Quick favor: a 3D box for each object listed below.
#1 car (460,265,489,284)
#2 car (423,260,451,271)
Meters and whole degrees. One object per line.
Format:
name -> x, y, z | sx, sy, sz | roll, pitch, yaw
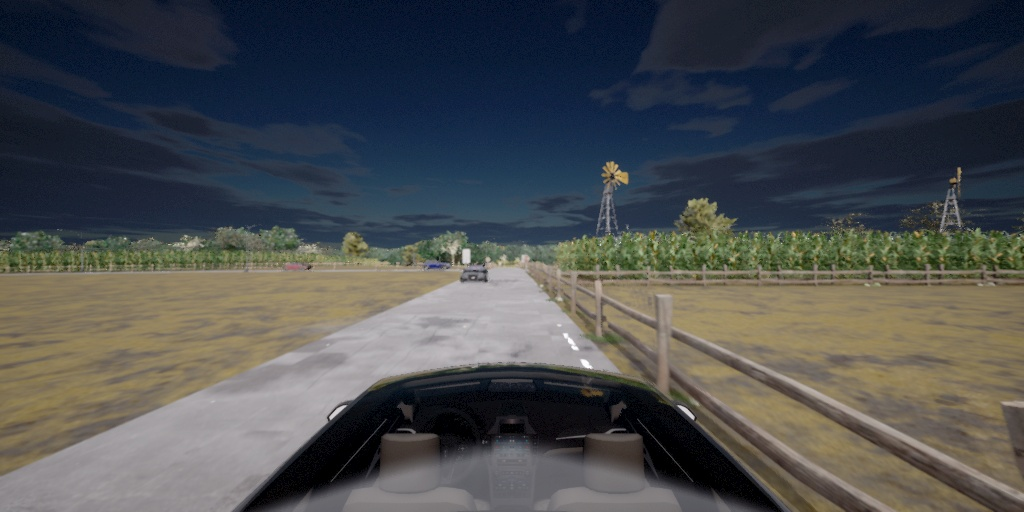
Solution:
car -> -2.850, 1.411, 28.187 | 1.994, 1.385, 4.181 | 0, 0, 0
car -> -12.397, 1.435, 59.498 | 4.553, 1.767, 2.097 | 0, 0, 0
